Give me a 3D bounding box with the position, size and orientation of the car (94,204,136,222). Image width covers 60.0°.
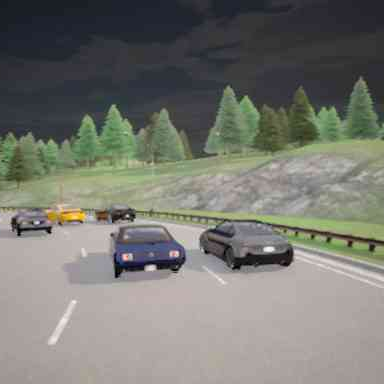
[{"bbox_3d":[-6.368,1.680,27.060,1.882,1.535,5.008,0,-1,-37],"label":"car"}]

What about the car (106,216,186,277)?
[{"bbox_3d":[-1.648,1.672,10.642,1.895,1.301,4.718,0,0,-16],"label":"car"}]

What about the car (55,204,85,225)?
[{"bbox_3d":[-10.142,1.714,26.196,1.882,1.535,5.008,0,-1,-40],"label":"car"}]

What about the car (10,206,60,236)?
[{"bbox_3d":[-9.841,1.751,20.250,2.033,1.411,5.357,0,0,-33],"label":"car"}]

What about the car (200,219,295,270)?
[{"bbox_3d":[1.665,1.605,11.361,1.994,1.385,4.181,0,0,-15],"label":"car"}]
